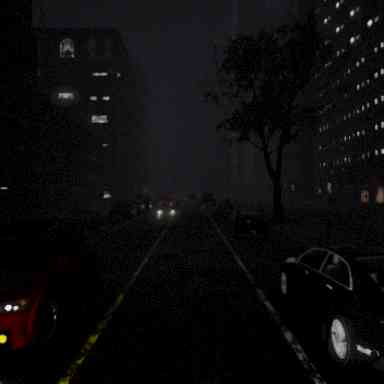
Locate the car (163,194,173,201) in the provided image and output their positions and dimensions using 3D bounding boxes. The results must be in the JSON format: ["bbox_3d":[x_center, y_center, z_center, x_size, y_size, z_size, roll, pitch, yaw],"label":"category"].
[{"bbox_3d":[-5.673,1.255,77.938,2.008,1.369,4.403,1,0,0],"label":"car"}]

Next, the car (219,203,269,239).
[{"bbox_3d":[2.702,1.484,16.670,2.008,1.369,4.403,1,0,0],"label":"car"}]

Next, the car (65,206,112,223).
[{"bbox_3d":[-5.678,1.483,16.672,2.008,1.369,4.403,1,0,0],"label":"car"}]

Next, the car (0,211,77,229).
[{"bbox_3d":[-5.679,1.520,11.103,1.947,1.339,4.313,1,0,0],"label":"car"}]

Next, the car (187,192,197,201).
[{"bbox_3d":[0.005,1.095,70.822,1.837,1.490,4.892,0,0,0],"label":"car"}]

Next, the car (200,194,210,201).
[{"bbox_3d":[2.708,1.164,72.366,1.967,1.590,4.097,1,0,0],"label":"car"}]

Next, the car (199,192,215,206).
[{"bbox_3d":[2.397,1.027,51.801,2.150,2.045,5.566,0,0,0],"label":"car"}]

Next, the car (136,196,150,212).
[{"bbox_3d":[-5.676,1.394,33.211,1.752,1.417,4.829,1,0,0],"label":"car"}]

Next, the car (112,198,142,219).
[{"bbox_3d":[-5.678,1.455,27.812,1.947,1.339,4.313,1,0,0],"label":"car"}]

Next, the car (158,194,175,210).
[{"bbox_3d":[-3.090,1.315,41.307,1.882,1.535,5.008,0,0,0],"label":"car"}]

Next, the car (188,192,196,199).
[{"bbox_3d":[0.006,0.893,83.813,2.097,1.767,4.553,0,0,0],"label":"car"}]

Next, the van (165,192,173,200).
[{"bbox_3d":[-5.670,1.025,83.507,1.690,1.788,3.998,1,0,0],"label":"van"}]

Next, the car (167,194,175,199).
[{"bbox_3d":[-5.672,1.190,88.908,1.752,1.417,4.829,1,0,0],"label":"car"}]

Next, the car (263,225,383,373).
[{"bbox_3d":[2.701,1.528,5.531,2.008,1.369,4.403,1,0,0],"label":"car"}]

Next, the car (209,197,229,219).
[{"bbox_3d":[2.703,1.414,27.980,1.752,1.417,4.829,1,0,0],"label":"car"}]

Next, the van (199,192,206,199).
[{"bbox_3d":[2.711,1.006,89.075,1.690,1.788,3.998,1,0,0],"label":"van"}]

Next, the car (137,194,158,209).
[{"bbox_3d":[-5.672,1.162,38.950,2.192,1.841,5.009,1,0,0],"label":"car"}]

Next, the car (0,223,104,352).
[{"bbox_3d":[-3.089,1.538,6.191,1.994,1.385,4.181,0,0,1],"label":"car"}]
